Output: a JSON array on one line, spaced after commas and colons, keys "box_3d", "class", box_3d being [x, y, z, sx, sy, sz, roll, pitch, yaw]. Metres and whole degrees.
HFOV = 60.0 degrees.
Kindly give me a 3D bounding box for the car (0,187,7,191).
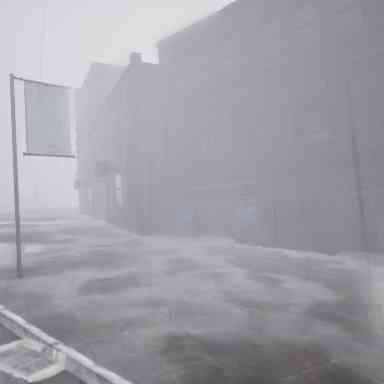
[{"box_3d": [-47.443, -0.646, 79.382, 2.231, 1.521, 4.892, -4, -3, 5], "class": "car"}]
